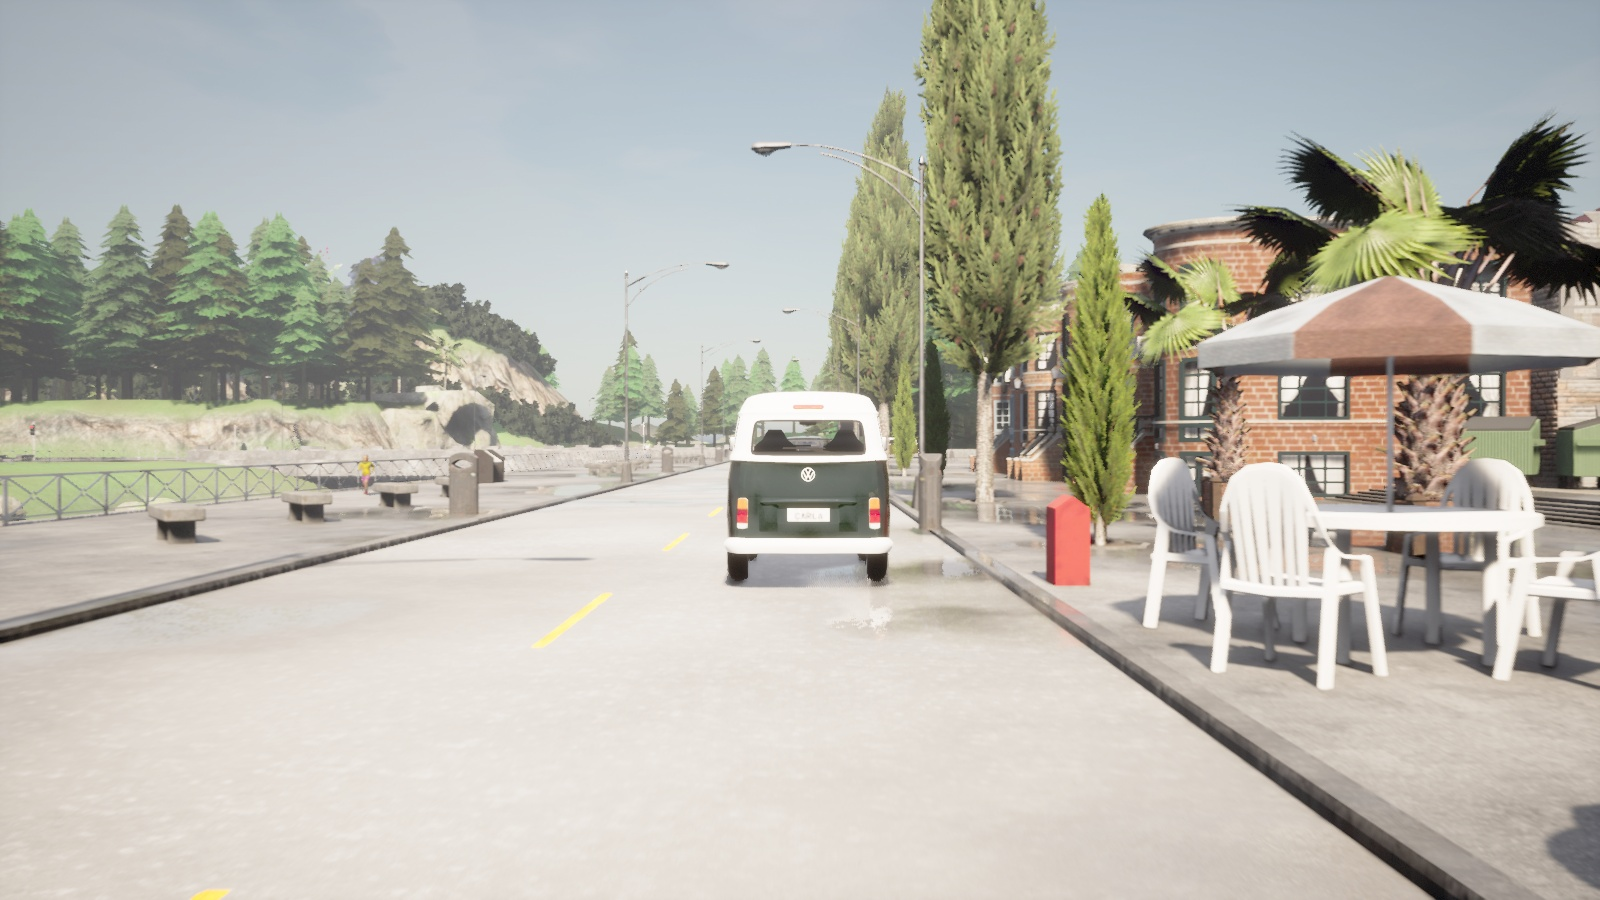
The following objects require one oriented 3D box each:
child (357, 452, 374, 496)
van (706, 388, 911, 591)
[{"bbox_3d":[-11.595,0.644,33.482,0.299,1.160,0.473,0,0,-2],"label":"child"},{"bbox_3d":[0.098,0.386,14.903,2.069,2.038,4.480,0,0,0],"label":"van"}]
